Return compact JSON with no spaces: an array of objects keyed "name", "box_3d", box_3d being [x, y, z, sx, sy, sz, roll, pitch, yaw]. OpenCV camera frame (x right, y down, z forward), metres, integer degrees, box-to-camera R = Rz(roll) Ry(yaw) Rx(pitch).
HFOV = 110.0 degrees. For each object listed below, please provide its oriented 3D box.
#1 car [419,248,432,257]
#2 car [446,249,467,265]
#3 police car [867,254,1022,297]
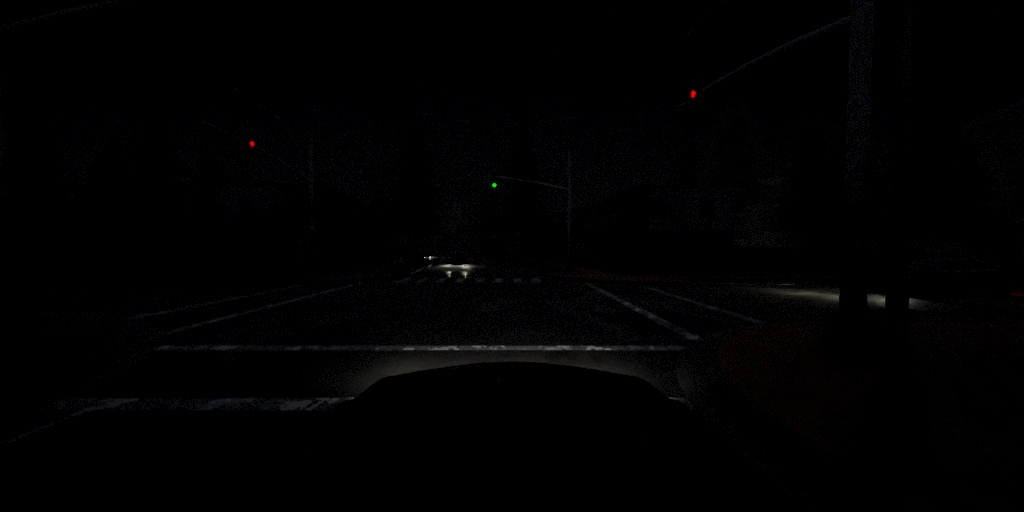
[{"name":"car","box_3d":[-14.823,-0.588,59.034,2.033,1.411,5.357,-1,2,-31]},{"name":"car","box_3d":[-5.875,0.036,37.541,1.882,1.535,5.008,0,2,-13]},{"name":"police car","box_3d":[17.579,0.734,14.890,5.238,1.638,1.930,0,2,2]}]
